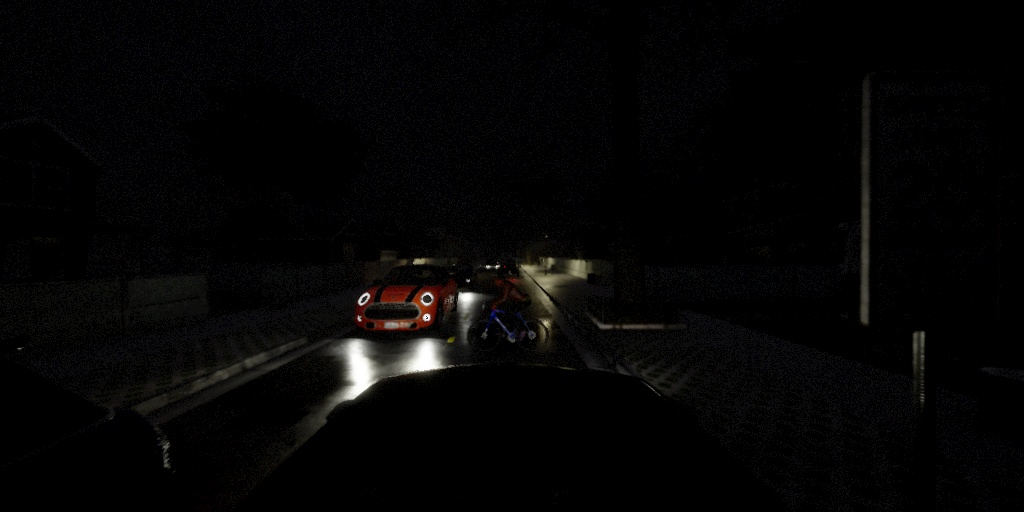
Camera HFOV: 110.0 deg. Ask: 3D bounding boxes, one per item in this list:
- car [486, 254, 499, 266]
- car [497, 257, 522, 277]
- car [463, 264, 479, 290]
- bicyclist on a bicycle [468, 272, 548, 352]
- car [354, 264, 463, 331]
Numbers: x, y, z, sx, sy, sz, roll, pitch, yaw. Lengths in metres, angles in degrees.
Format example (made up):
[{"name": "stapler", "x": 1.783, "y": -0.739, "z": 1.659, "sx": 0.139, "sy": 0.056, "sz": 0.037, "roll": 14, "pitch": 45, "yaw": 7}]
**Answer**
[{"name": "car", "x": -3.384, "y": 0.690, "z": 64.306, "sx": 2.150, "sy": 2.045, "sz": 5.566, "roll": 0, "pitch": 0, "yaw": 0}, {"name": "car", "x": -0.194, "y": 1.106, "z": 33.213, "sx": 1.837, "sy": 1.490, "sz": 4.892, "roll": 0, "pitch": 0, "yaw": -1}, {"name": "car", "x": -3.033, "y": 1.205, "z": 21.641, "sx": 2.033, "sy": 1.411, "sz": 5.357, "roll": 0, "pitch": 0, "yaw": -1}, {"name": "bicyclist on a bicycle", "x": -0.081, "y": 1.159, "z": 7.307, "sx": 1.656, "sy": 1.620, "sz": 0.582, "roll": 0, "pitch": 0, "yaw": -1}, {"name": "car", "x": -2.926, "y": 1.060, "z": 10.840, "sx": 2.097, "sy": 1.767, "sz": 4.553, "roll": 0, "pitch": 0, "yaw": -1}]
